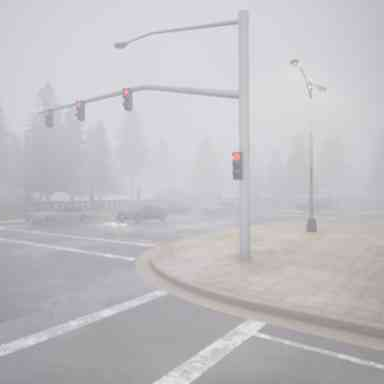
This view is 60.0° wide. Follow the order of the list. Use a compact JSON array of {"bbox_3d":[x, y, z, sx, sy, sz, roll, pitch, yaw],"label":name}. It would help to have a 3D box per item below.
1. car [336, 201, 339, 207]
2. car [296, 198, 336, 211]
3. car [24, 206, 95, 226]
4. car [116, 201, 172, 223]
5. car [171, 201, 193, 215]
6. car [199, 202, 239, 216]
[{"bbox_3d":[17.441,1.536,44.921,4.892,1.490,1.837,0,-1,-15],"label":"car"},{"bbox_3d":[14.777,1.590,40.397,4.181,1.385,1.994,0,0,-20],"label":"car"},{"bbox_3d":[-9.628,1.705,24.425,1.895,1.301,4.718,-1,0,38],"label":"car"},{"bbox_3d":[-3.898,1.641,26.027,1.994,1.385,4.181,-1,0,39],"label":"car"},{"bbox_3d":[-2.245,1.646,33.498,2.033,1.411,5.357,-1,0,42],"label":"car"},{"bbox_3d":[2.976,1.668,33.551,4.718,1.301,1.895,0,0,-40],"label":"car"}]
